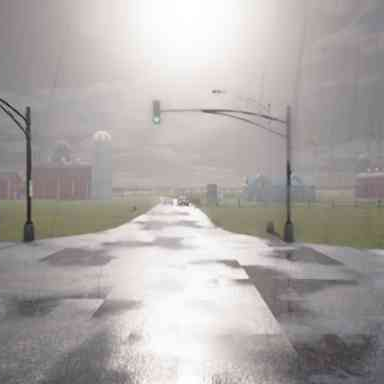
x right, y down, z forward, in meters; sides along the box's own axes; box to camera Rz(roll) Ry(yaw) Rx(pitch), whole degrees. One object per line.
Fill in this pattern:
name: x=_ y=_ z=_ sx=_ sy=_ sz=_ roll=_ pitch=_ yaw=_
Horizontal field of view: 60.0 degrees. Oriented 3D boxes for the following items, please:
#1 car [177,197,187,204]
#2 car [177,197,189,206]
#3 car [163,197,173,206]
car: x=-2.085 y=1.704 z=68.612 sx=1.837 sy=1.490 sz=4.892 roll=0 pitch=0 yaw=-4
car: x=-1.507 y=1.817 z=58.626 sx=1.895 sy=1.301 sz=4.718 roll=0 pitch=0 yaw=-3
car: x=-4.481 y=1.769 z=62.637 sx=1.812 sy=1.442 sz=4.674 roll=0 pitch=0 yaw=-3
